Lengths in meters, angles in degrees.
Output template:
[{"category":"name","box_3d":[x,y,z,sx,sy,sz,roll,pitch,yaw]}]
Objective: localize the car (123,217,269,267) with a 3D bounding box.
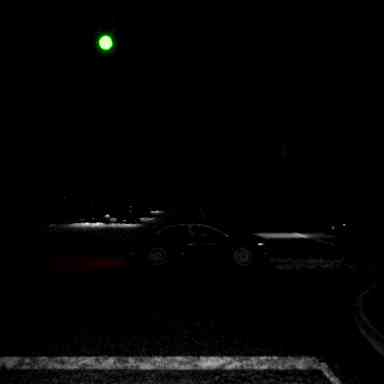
[{"category":"car","box_3d":[0.253,1.787,11.960,4.902,1.511,2.128,0,-2,1]}]

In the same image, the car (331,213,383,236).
[{"category":"car","box_3d":[11.999,2.163,22.599,4.902,1.511,2.128,0,-2,-2]}]

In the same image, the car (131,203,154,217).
[{"category":"car","box_3d":[-7.081,2.744,47.867,1.882,1.535,5.008,0,0,0]}]

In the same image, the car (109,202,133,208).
[{"category":"car","box_3d":[-10.578,2.490,48.136,2.150,2.045,5.566,0,0,0]}]

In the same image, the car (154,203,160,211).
[{"category":"car","box_3d":[-7.007,2.712,62.381,2.033,1.411,5.357,0,1,0]}]

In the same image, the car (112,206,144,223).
[{"category":"car","box_3d":[-7.091,2.685,37.621,2.033,1.411,5.357,0,-1,0]}]

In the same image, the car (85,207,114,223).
[{"category":"car","box_3d":[-10.587,2.700,37.575,1.994,1.385,4.181,0,-1,0]}]
